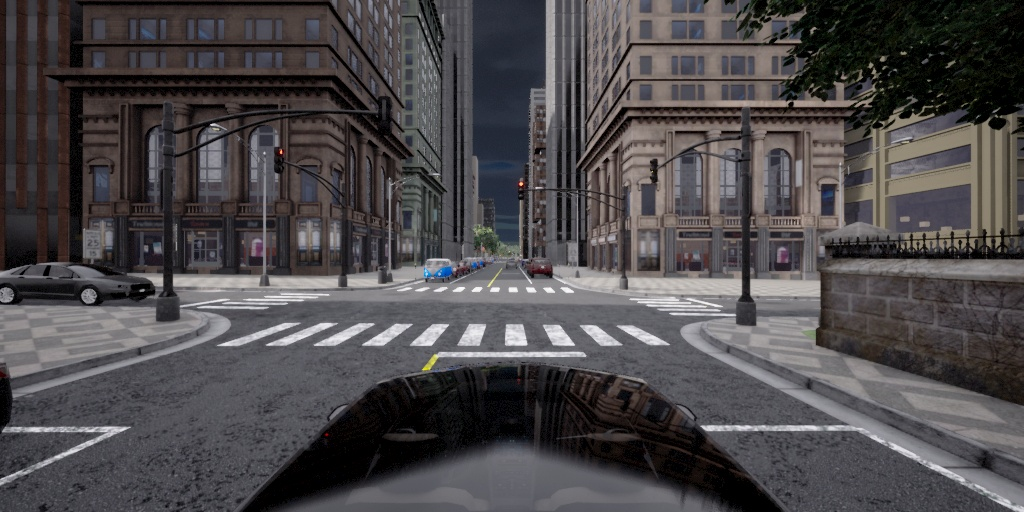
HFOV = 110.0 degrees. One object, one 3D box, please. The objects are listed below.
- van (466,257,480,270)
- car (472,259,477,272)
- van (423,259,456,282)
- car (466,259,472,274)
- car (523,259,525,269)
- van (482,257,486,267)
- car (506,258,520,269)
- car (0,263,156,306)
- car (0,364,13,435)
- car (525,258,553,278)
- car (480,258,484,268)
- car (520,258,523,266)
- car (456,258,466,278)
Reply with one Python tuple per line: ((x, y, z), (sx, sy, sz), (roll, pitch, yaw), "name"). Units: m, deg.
((-5.877, 1.134, 50.112), (1.690, 1.789, 3.998), (0, 0, 0), "van")
((-5.864, 1.351, 44.670), (1.948, 1.339, 4.313), (0, 0, 0), "car")
((-5.825, 1.105, 28.348), (1.690, 1.789, 3.998), (0, 0, 0), "van")
((-5.851, 1.322, 39.229), (1.888, 1.381, 4.507), (0, 0, 0), "car")
((2.674, 1.092, 39.258), (2.192, 1.841, 5.009), (0, 0, 0), "car")
((-5.903, 1.151, 60.995), (1.690, 1.789, 3.998), (0, 0, 0), "van")
((-0.035, 1.298, 58.467), (2.128, 1.511, 4.902), (0, 0, 0), "car")
((-16.518, 1.024, 13.616), (4.892, 1.490, 1.837), (1, 0, -1), "car")
((-5.762, 1.316, 1.691), (1.948, 1.339, 4.313), (0, 0, 0), "car")
((2.687, 1.085, 33.818), (2.192, 1.841, 5.009), (0, 0, 0), "car")
((-5.890, 1.347, 55.553), (1.888, 1.381, 4.507), (0, 0, 0), "car")
((2.635, 1.352, 55.580), (2.007, 1.370, 4.403), (0, 0, 0), "car")
((-5.838, 1.210, 33.789), (1.967, 1.591, 4.097), (0, 0, 0), "car")
